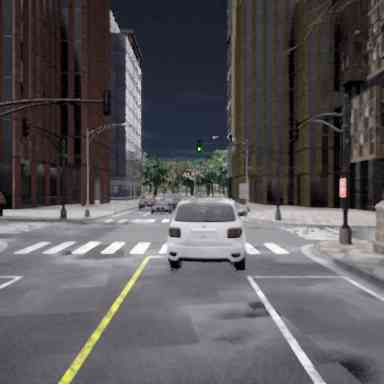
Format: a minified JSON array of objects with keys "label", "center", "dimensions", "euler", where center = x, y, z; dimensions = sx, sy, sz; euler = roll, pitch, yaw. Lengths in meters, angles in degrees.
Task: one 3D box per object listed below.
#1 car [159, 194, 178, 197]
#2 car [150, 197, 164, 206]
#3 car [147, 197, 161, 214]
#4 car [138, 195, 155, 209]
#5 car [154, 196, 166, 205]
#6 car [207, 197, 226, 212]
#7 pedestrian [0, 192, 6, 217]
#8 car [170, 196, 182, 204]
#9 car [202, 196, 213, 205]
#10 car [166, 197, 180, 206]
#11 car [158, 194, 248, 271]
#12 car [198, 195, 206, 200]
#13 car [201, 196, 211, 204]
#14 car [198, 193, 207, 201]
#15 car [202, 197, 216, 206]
[{"label":"car","center":[-3.084,1.451,43.337],"dimensions":[1.882,1.535,5.008],"euler":[0,0,0]},{"label":"car","center":[-5.763,1.551,54.624],"dimensions":[1.802,1.307,4.206],"euler":[0,0,0]},{"label":"car","center":[-3.095,1.541,34.311],"dimensions":[1.994,1.385,4.181],"euler":[0,0,0]},{"label":"car","center":[-5.763,1.288,43.749],"dimensions":[2.192,1.841,5.009],"euler":[0,0,0]},{"label":"car","center":[-5.763,1.492,59.892],"dimensions":[1.752,1.417,4.829],"euler":[0,0,0]},{"label":"car","center":[2.762,1.416,38.312],"dimensions":[1.967,1.590,4.097],"euler":[0,0,0]},{"label":"pedestrian","center":[-13.767,0.877,24.042],"dimensions":[0.375,1.860,0.375],"euler":[0,-1,0]},{"label":"car","center":[-3.000,1.514,63.520],"dimensions":[2.033,1.411,5.357],"euler":[0,0,0]},{"label":"car","center":[2.762,1.512,60.062],"dimensions":[1.887,1.381,4.507],"euler":[0,0,0]},{"label":"car","center":[-3.021,1.533,53.180],"dimensions":[1.994,1.385,4.181],"euler":[0,0,1]},{"label":"car","center":[0.651,1.219,11.078],"dimensions":[2.150,2.045,5.566],"euler":[0,0,8]},{"label":"car","center":[2.762,1.513,92.687],"dimensions":[2.008,1.369,4.403],"euler":[0,0,0]},{"label":"car","center":[2.762,1.511,65.500],"dimensions":[1.887,1.381,4.507],"euler":[0,0,0]},{"label":"car","center":[2.762,1.277,87.250],"dimensions":[2.192,1.841,5.009],"euler":[0,0,0]},{"label":"car","center":[2.762,1.520,54.624],"dimensions":[2.008,1.369,4.403],"euler":[0,0,0]}]
